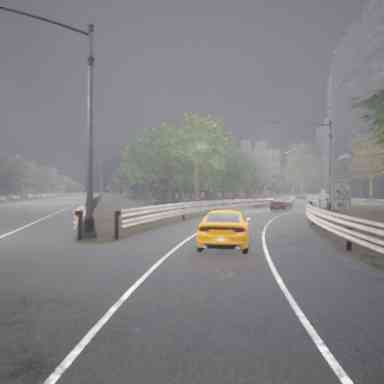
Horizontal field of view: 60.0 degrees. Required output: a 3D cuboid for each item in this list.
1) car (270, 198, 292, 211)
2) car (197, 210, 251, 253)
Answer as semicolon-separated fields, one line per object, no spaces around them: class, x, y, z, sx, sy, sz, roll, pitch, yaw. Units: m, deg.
car;11.017;1.509;40.905;1.882;1.535;5.008;0;0;28
car;1.409;1.485;13.925;1.882;1.535;5.008;0;0;10
